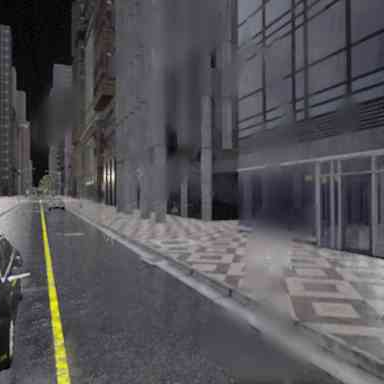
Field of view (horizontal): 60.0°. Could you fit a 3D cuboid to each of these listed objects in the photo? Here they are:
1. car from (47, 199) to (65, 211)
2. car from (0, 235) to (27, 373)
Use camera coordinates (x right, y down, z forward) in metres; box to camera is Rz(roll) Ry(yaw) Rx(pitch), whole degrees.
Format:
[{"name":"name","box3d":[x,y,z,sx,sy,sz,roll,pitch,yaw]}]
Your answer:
[{"name":"car","box3d":[-16.684,1.553,40.863,2.033,1.411,5.357,0,0,-25]},{"name":"car","box3d":[-3.775,1.507,5.261,1.837,1.490,4.892,0,0,-25]}]
